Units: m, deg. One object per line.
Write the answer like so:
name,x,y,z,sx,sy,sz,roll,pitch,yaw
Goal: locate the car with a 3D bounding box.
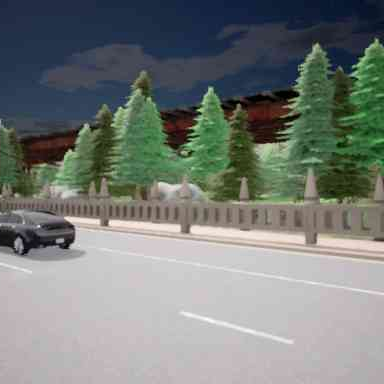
car,-6.531,1.456,12.961,4.892,1.490,1.837,0,0,36
